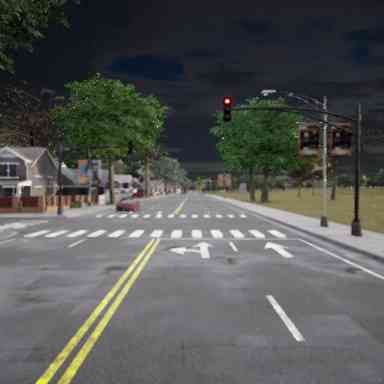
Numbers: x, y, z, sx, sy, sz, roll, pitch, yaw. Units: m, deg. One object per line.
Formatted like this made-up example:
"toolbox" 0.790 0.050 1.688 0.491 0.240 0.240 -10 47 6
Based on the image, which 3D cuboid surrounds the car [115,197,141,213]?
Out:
"car" -6.465 1.313 33.890 1.882 1.535 5.008 0 2 0
